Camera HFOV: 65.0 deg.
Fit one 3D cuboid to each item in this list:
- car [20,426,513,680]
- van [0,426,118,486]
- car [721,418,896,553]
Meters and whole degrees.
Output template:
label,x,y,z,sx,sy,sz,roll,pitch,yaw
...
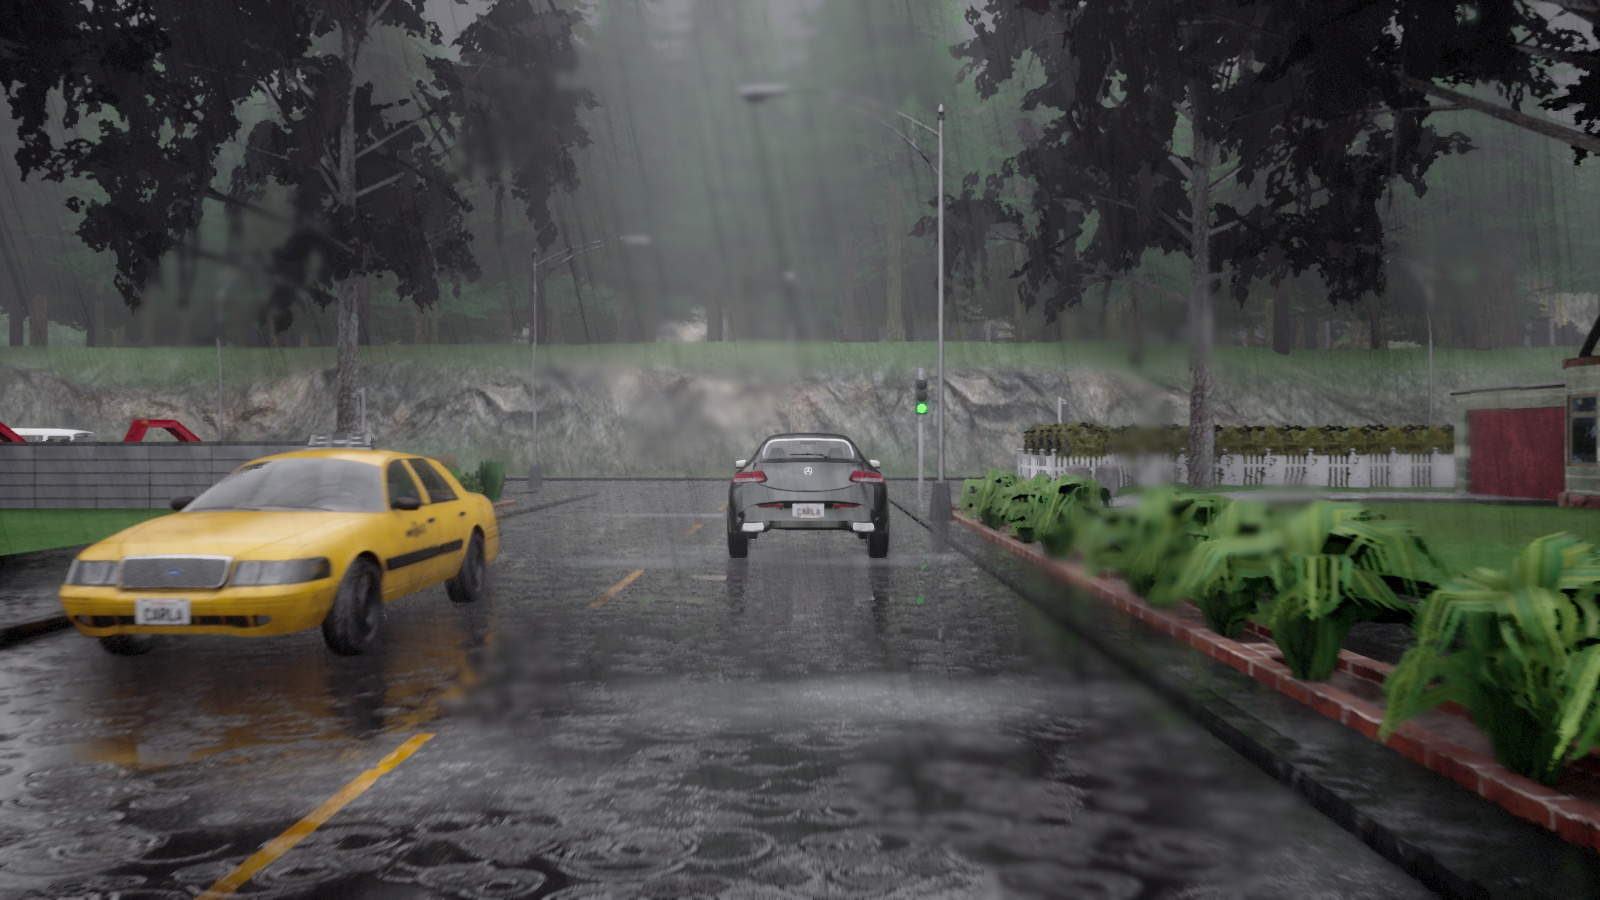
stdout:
label,x,y,z,sx,sy,sz,roll,pitch,yaw
car,-3.926,0.623,10.471,1.801,1.575,5.366,0,0,0
van,-26.652,0.201,43.941,4.480,2.038,2.069,0,0,0
car,0.117,0.424,17.984,2.152,1.651,5.027,0,0,0
